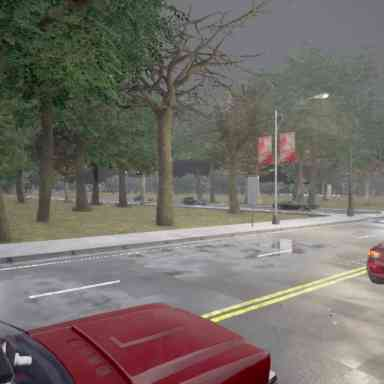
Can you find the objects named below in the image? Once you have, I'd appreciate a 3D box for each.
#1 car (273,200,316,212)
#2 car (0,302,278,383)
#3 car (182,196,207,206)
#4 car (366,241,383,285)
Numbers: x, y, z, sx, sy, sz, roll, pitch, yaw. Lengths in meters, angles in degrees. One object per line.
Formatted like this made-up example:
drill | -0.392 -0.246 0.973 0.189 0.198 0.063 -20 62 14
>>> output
car | 11.532 1.587 37.548 1.895 1.301 4.718 0 0 -38
car | -1.518 1.601 2.277 4.718 1.301 1.895 0 0 -38
car | 0.308 1.472 51.784 1.837 1.490 4.892 0 0 -38
car | 6.059 1.527 8.272 4.674 1.442 1.812 0 0 -38
